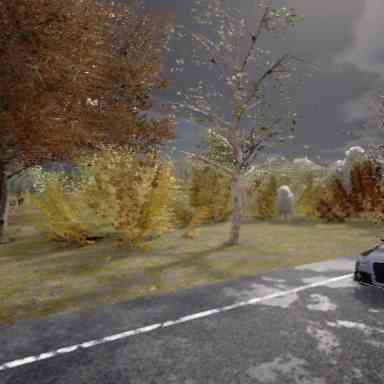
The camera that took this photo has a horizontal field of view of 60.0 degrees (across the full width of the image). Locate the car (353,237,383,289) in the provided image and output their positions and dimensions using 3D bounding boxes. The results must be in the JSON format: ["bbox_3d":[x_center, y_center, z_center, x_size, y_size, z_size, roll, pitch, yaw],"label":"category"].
[{"bbox_3d":[5.820,1.607,8.157,4.181,1.385,1.994,0,0,-36],"label":"car"}]
